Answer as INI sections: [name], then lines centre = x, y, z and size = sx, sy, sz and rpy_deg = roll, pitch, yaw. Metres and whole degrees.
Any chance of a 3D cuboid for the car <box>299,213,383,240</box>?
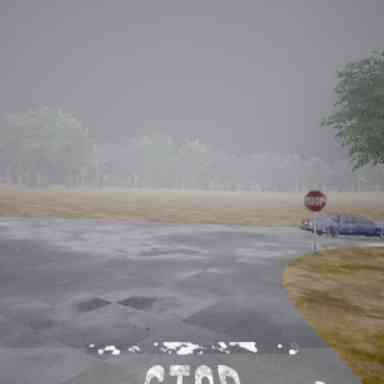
[car]
centre = 9.014, 1.928, 19.150
size = 5.357, 1.411, 2.033
rpy_deg = 2, -2, -3
